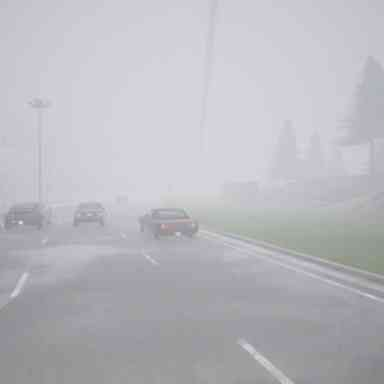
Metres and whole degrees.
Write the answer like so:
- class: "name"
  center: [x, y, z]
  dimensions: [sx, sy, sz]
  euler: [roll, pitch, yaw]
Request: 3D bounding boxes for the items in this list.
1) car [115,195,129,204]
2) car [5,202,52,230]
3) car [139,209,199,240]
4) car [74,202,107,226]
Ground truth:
- class: "car"
  center: [-10.734, 1.164, 51.176]
  dimensions: [1.895, 1.301, 4.718]
  euler: [0, 1, -7]
- class: "car"
  center: [-9.682, 1.349, 19.989]
  dimensions: [1.837, 1.490, 4.892]
  euler: [-1, 1, -15]
- class: "car"
  center: [-1.321, 1.456, 16.187]
  dimensions: [1.895, 1.301, 4.718]
  euler: [0, 1, -19]
- class: "car"
  center: [-6.630, 1.365, 21.903]
  dimensions: [2.033, 1.411, 5.357]
  euler: [0, 1, -13]
